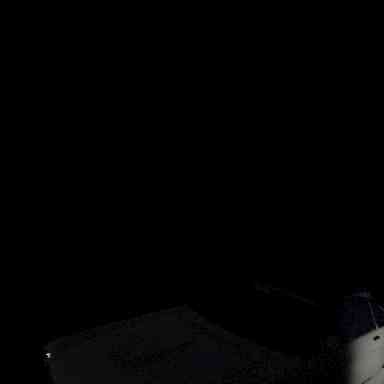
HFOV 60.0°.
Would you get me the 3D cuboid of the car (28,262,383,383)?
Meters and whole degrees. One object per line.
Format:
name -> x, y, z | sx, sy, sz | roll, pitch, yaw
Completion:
car -> 0.861, 1.601, 3.684 | 4.718, 1.301, 1.895 | 0, 0, -35
